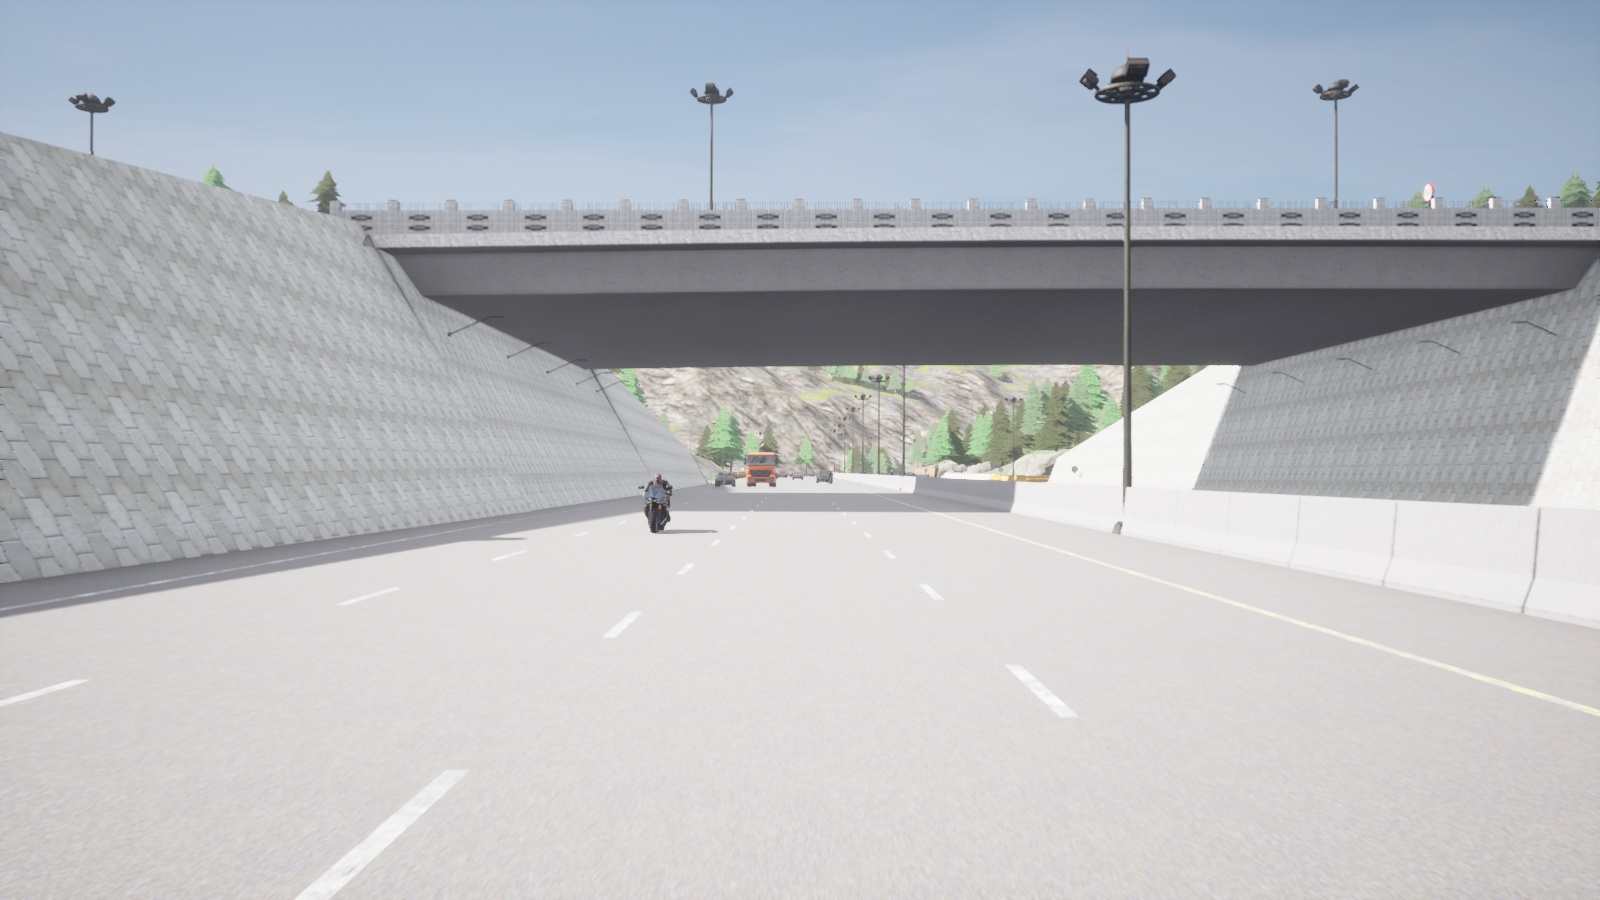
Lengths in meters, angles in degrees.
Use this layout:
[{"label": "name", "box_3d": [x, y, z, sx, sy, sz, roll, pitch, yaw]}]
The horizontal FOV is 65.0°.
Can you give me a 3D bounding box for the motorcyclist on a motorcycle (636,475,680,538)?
[{"label": "motorcyclist on a motorcycle", "box_3d": [-3.577, 1.395, 31.723, 0.866, 1.530, 2.191, 0, -1, 0]}]
